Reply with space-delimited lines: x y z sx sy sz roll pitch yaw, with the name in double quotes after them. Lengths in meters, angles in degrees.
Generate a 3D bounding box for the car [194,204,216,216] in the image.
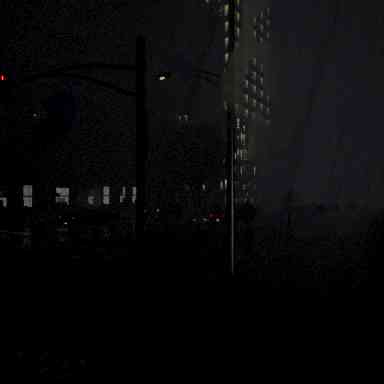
2.079 2.169 40.425 1.812 1.442 4.674 0 -1 33 "car"

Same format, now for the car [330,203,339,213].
22.516 2.529 53.841 1.882 1.535 5.008 0 -1 33 "car"

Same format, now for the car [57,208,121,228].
-7.694 1.921 25.234 1.895 1.301 4.718 0 -1 33 "car"

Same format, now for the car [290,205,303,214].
15.943 2.524 49.664 1.895 1.301 4.718 0 -1 33 "car"

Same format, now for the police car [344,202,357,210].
31.476 2.738 65.848 1.930 1.638 5.238 0 -1 33 "police car"

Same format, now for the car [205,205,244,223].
3.389 2.109 30.066 1.895 1.301 4.718 0 -1 33 "car"

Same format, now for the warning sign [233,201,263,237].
3.123 1.454 18.543 1.300 1.860 1.060 1 1 33 "warning sign"

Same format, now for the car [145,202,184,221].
-2.779 1.835 32.877 2.097 1.767 4.553 0 -1 33 "car"

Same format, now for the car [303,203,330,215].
16.987 2.375 45.226 1.837 1.490 4.892 0 -1 33 "car"
